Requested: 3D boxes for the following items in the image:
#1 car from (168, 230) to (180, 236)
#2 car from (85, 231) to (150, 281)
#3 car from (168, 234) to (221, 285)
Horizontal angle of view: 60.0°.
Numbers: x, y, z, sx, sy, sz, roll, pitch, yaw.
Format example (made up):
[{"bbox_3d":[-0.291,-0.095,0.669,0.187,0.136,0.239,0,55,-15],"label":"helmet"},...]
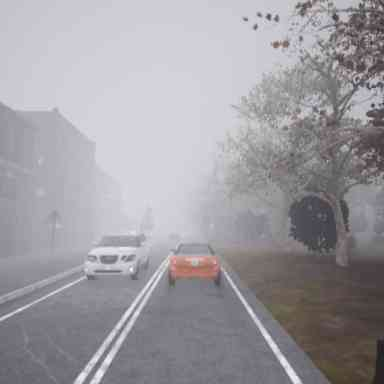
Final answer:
[{"bbox_3d":[-3.133,7.482,58.188,1.882,1.535,5.008,0,-6,1],"label":"car"},{"bbox_3d":[-3.340,2.926,16.014,2.150,2.045,5.566,0,-5,0],"label":"car"},{"bbox_3d":[0.109,2.956,14.937,2.097,1.767,4.553,0,-5,0],"label":"car"}]
